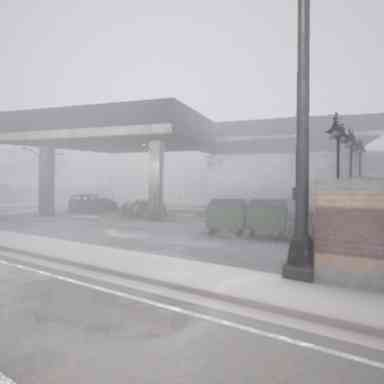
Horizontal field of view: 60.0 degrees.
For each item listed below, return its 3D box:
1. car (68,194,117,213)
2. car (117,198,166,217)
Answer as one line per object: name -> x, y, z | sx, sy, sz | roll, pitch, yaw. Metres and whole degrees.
car -> -9.105, 1.026, 30.971 | 2.242, 1.667, 4.611 | 1, 0, 37
car -> -4.032, 1.248, 28.173 | 1.970, 1.475, 3.806 | 1, 0, 37
